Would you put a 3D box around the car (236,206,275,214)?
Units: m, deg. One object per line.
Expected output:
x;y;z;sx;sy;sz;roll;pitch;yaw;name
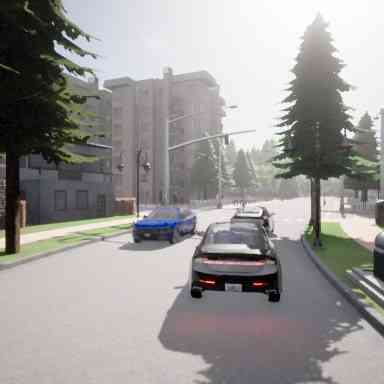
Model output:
3.233;1.491;17.443;2.128;1.511;4.902;0;0;18;car

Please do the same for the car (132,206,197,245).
-1.111;1.477;15.881;1.882;1.535;5.008;0;0;16;car

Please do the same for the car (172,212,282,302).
1.106;1.491;8.335;2.128;1.511;4.902;0;0;9;car
